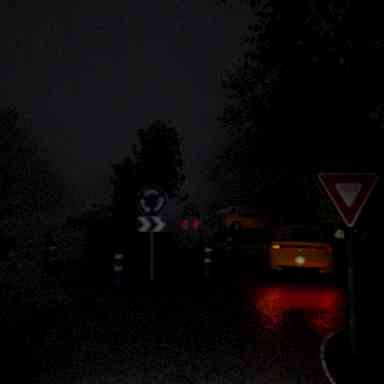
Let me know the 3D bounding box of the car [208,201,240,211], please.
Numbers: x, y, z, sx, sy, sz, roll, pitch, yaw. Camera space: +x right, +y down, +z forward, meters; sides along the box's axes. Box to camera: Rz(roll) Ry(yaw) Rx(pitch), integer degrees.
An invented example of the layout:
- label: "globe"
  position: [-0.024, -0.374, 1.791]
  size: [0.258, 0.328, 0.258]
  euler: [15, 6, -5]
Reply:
- label: "car"
  position: [4.869, 2.187, 51.108]
  size: [4.792, 1.488, 2.163]
  euler: [0, 0, 0]

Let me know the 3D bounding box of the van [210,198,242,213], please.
- label: "van"
  position: [4.954, 1.931, 48.337]
  size: [4.442, 1.987, 1.878]
  euler: [0, 0, 0]

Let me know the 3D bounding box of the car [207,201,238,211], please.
- label: "car"
  position: [4.873, 2.193, 53.748]
  size: [4.792, 1.488, 2.163]
  euler: [0, 0, 0]

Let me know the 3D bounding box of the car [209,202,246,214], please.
- label: "car"
  position: [4.805, 2.190, 45.443]
  size: [4.792, 1.488, 2.163]
  euler: [0, 0, 0]

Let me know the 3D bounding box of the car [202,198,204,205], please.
- label: "car"
  position: [4.855, 2.191, 59.286]
  size: [5.008, 1.535, 2.097]
  euler: [0, 0, 0]

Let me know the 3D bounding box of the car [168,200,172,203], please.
- label: "car"
  position: [-8.228, 2.251, 87.129]
  size: [4.553, 1.767, 2.185]
  euler: [0, 0, 0]

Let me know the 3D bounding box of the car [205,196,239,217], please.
- label: "car"
  position: [4.859, 1.915, 42.673]
  size: [5.566, 2.045, 2.435]
  euler: [0, 0, 0]

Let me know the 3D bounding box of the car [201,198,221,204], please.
- label: "car"
  position: [4.878, 2.373, 86.987]
  size: [5.008, 1.535, 2.097]
  euler: [0, 0, 0]

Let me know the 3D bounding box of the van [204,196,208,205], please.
- label: "van"
  position: [4.739, 1.949, 56.501]
  size: [4.442, 1.987, 1.878]
  euler: [0, 0, 0]

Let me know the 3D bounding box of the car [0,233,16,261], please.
- label: "car"
  position: [-7.556, 1.811, 10.799]
  size: [1.895, 1.301, 4.718]
  euler: [1, -2, -8]

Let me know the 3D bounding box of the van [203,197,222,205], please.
- label: "van"
  position: [4.993, 2.112, 81.573]
  size: [4.442, 1.987, 1.878]
  euler: [0, 0, 0]

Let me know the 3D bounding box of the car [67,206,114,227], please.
- label: "car"
  position: [-8.295, 2.228, 28.840]
  size: [4.792, 1.488, 2.163]
  euler: [0, 0, 0]

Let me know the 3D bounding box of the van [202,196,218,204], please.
- label: "van"
  position: [5.007, 2.185, 92.654]
  size: [4.442, 1.987, 1.878]
  euler: [0, 0, 0]

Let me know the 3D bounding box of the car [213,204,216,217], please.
- label: "car"
  position: [4.818, 2.224, 34.364]
  size: [4.674, 1.452, 2.002]
  euler: [0, 0, 0]

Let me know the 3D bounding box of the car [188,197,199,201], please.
- label: "car"
  position: [-0.082, 2.227, 65.050]
  size: [1.882, 1.535, 5.008]
  euler: [0, 0, 0]

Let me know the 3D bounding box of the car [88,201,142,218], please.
- label: "car"
  position: [-8.231, 1.936, 34.392]
  size: [5.566, 2.045, 2.435]
  euler: [0, 0, 0]

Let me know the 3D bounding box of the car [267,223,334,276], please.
- label: "car"
  position: [3.739, 1.805, 11.654]
  size: [1.882, 1.535, 5.008]
  euler: [0, -1, 17]

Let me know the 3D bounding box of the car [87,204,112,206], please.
- label: "car"
  position: [-8.257, 2.193, 31.616]
  size: [5.008, 1.535, 2.097]
  euler: [0, 0, 0]

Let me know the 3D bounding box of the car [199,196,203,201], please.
- label: "car"
  position: [4.832, 1.994, 67.597]
  size: [5.566, 2.045, 2.435]
  euler: [0, 0, 0]

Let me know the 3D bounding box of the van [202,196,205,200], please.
- label: "van"
  position: [4.740, 2.001, 64.827]
  size: [4.442, 1.987, 1.878]
  euler: [0, 0, 0]

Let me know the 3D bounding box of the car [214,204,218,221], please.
- label: "car"
  position: [4.788, 2.220, 31.594]
  size: [4.792, 1.488, 2.163]
  euler: [0, 0, 0]

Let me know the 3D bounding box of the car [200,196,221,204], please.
- label: "car"
  position: [4.858, 2.141, 89.883]
  size: [5.566, 2.045, 2.435]
  euler: [0, 0, 0]

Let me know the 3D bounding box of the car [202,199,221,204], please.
- label: "car"
  position: [4.878, 2.395, 84.216]
  size: [4.674, 1.452, 2.002]
  euler: [0, 0, 0]

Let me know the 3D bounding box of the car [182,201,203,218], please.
- label: "car"
  position: [-0.116, 2.186, 39.418]
  size: [2.128, 1.511, 4.902]
  euler: [0, 0, 0]

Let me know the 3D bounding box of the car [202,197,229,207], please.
- label: "car"
  position: [4.835, 2.012, 70.367]
  size: [5.566, 2.045, 2.435]
  euler: [0, 0, 0]

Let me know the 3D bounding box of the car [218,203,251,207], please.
- label: "car"
  position: [4.845, 2.070, 28.948]
  size: [4.553, 1.767, 2.185]
  euler: [0, 0, 0]

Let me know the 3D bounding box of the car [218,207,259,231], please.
- label: "car"
  position: [4.806, 2.201, 26.177]
  size: [5.008, 1.535, 2.097]
  euler: [0, 0, 0]
